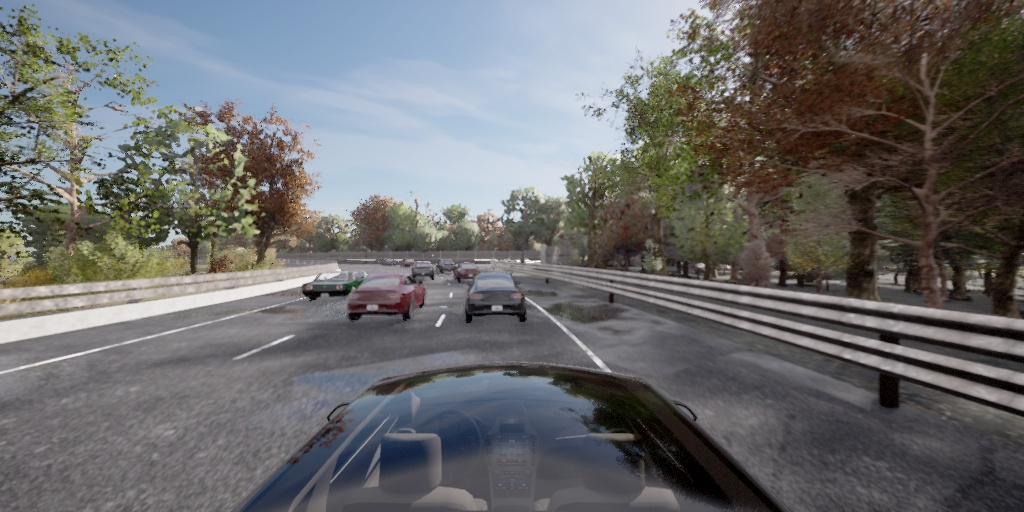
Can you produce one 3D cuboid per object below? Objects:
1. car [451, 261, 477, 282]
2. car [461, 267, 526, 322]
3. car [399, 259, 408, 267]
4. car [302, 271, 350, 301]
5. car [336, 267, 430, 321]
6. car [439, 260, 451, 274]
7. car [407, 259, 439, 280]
[{"bbox_3d":[-3.620,1.273,28.848,1.812,1.442,4.674,0,0,-14],"label":"car"},{"bbox_3d":[-0.622,1.272,12.164,1.812,1.442,4.674,0,0,-5],"label":"car"},{"bbox_3d":[-17.998,1.305,61.992,1.812,1.442,4.674,0,0,-33],"label":"car"},{"bbox_3d":[-8.263,1.371,17.471,1.895,1.301,4.718,0,0,-8],"label":"car"},{"bbox_3d":[-4.150,1.284,12.384,1.812,1.442,4.674,0,0,-5],"label":"car"},{"bbox_3d":[-7.793,1.246,42.098,2.128,1.511,4.902,0,0,-21],"label":"car"},{"bbox_3d":[-7.864,1.252,31.450,2.128,1.511,4.902,0,0,-16],"label":"car"}]
